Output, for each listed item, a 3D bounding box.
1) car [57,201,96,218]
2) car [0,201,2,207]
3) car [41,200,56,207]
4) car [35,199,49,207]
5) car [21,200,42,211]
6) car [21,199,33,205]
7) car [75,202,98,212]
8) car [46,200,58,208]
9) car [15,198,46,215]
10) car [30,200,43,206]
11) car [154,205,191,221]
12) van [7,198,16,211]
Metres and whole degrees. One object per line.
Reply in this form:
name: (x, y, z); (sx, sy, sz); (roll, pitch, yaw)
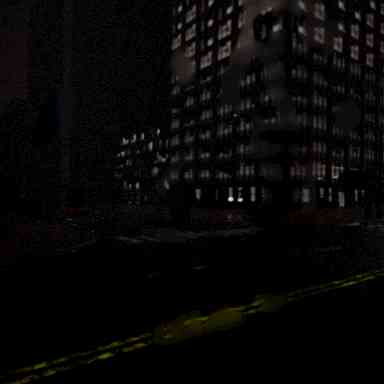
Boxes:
car: (-11.515, 1.752, 33.071); (1.882, 1.535, 5.008); (1, -1, -36)
car: (-38.672, 2.225, 65.760); (1.802, 1.307, 4.206); (1, -1, -36)
car: (-28.576, 2.317, 66.156); (1.802, 1.307, 4.206); (1, -1, -36)
car: (-31.909, 2.230, 70.710); (1.967, 1.590, 4.097); (1, -1, -36)
car: (-24.822, 2.046, 51.404); (2.033, 1.411, 5.357); (1, -1, -36)
car: (-41.910, 2.518, 84.367); (1.947, 1.339, 4.313); (1, -1, -36)
car: (-15.243, 2.082, 47.946); (1.947, 1.339, 4.313); (1, -1, -36)
car: (-25.243, 2.247, 61.604); (1.947, 1.339, 4.313); (1, -1, -36)
car: (-18.677, 1.754, 38.453); (1.967, 1.590, 4.097); (1, -1, -36)
car: (-35.243, 2.410, 75.261); (1.947, 1.339, 4.313); (1, -1, -36)
car: (-1.807, 1.846, 29.813); (2.008, 1.369, 4.403); (1, -1, -36)
van: (-25.342, 1.765, 47.556); (1.690, 1.788, 3.998); (1, -1, -36)
